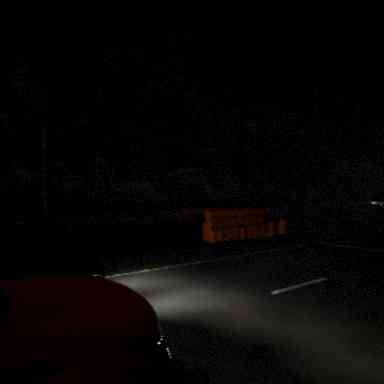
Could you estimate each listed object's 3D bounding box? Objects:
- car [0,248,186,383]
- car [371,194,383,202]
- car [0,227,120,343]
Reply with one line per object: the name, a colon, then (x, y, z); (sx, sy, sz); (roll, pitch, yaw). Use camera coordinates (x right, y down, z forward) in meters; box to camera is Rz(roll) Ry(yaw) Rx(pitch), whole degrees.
car: (-2.679, 1.228, 1.856); (5.566, 2.045, 2.150); (0, 0, -37)
car: (33.482, 0.998, 58.092); (5.357, 1.411, 2.033); (-1, 0, -35)
car: (-3.734, 1.527, 5.426); (4.674, 1.442, 1.812); (0, 0, -35)
